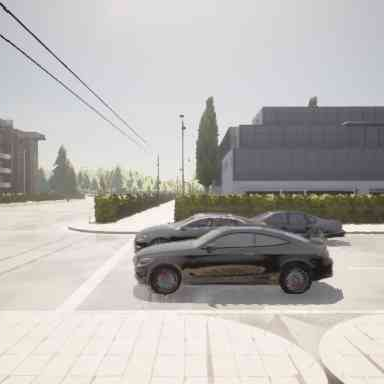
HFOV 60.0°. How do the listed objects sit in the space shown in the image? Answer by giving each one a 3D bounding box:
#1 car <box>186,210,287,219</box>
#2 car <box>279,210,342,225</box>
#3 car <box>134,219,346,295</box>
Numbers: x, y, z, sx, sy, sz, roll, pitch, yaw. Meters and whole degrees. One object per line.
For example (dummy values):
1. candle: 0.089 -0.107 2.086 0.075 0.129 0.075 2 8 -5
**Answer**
1. car: 0.469 1.492 11.580 4.902 1.511 2.128 0 0 0
2. car: 4.027 1.547 15.094 5.357 1.411 2.033 0 0 0
3. car: 0.971 1.526 8.087 4.674 1.442 1.812 0 0 0
